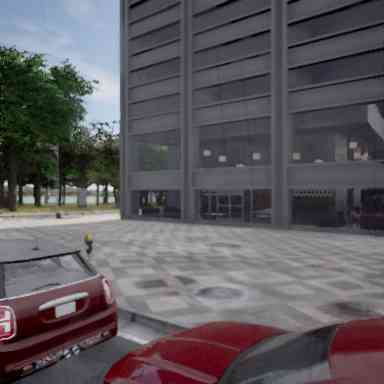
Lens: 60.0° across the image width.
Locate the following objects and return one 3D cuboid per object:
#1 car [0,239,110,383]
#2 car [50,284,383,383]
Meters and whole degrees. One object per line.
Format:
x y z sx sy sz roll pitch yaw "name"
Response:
-3.118 1.461 5.184 4.097 1.590 1.967 0 0 35 "car"
1.310 1.545 2.028 4.507 1.381 1.887 0 0 35 "car"
